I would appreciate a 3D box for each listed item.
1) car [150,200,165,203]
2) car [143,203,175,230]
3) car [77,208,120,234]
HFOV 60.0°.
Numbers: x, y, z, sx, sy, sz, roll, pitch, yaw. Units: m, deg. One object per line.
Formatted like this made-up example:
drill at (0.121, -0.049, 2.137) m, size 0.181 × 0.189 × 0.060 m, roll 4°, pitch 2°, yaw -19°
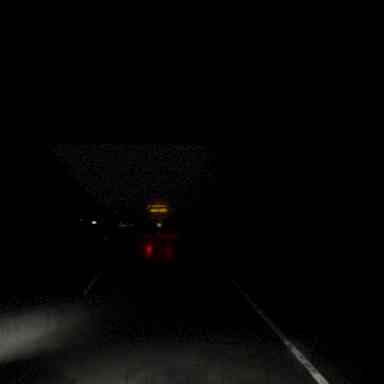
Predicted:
car at (-3.200, 1.523, 30.965) m, size 1.882 × 1.535 × 5.008 m, roll 0°, pitch 0°, yaw -6°
car at (-2.126, 1.631, 21.416) m, size 1.895 × 1.301 × 4.718 m, roll 0°, pitch 0°, yaw -6°
car at (-5.474, 1.616, 19.828) m, size 1.994 × 1.385 × 4.181 m, roll 0°, pitch 0°, yaw -6°
